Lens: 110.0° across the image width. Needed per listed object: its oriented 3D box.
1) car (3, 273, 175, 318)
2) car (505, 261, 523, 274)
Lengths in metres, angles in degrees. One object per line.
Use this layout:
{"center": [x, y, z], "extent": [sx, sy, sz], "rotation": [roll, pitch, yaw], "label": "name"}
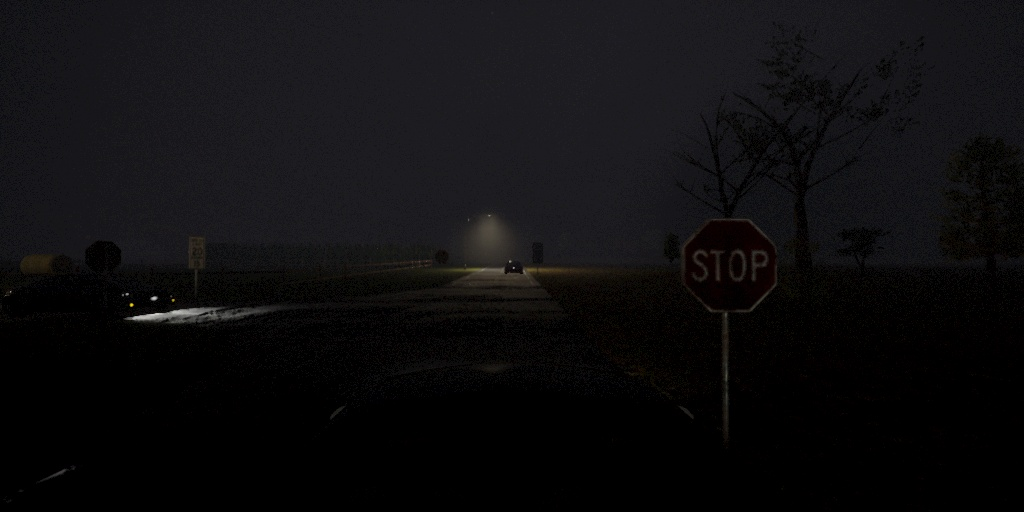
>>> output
{"center": [-14.194, 1.264, 12.209], "extent": [4.181, 1.385, 1.994], "rotation": [0, -1, -1], "label": "car"}
{"center": [0.193, 1.247, 40.644], "extent": [1.994, 1.385, 4.181], "rotation": [0, 0, 0], "label": "car"}
